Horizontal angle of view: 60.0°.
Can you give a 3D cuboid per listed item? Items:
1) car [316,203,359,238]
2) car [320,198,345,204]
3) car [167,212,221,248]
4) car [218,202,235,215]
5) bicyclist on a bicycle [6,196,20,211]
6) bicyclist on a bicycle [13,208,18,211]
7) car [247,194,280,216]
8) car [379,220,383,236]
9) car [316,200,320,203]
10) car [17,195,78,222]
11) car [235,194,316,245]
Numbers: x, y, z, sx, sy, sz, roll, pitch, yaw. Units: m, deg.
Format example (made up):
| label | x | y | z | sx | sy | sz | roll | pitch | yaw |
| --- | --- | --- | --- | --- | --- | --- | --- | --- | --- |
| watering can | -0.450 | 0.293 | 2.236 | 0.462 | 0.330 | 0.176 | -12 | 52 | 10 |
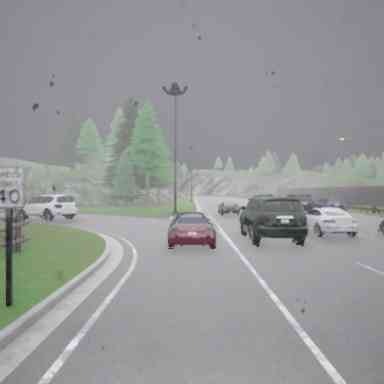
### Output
| label | x | y | z | sx | sy | sz | roll | pitch | yaw |
| --- | --- | --- | --- | --- | --- | --- | --- | --- | --- |
| car | 7.101 | 1.527 | 17.736 | 1.812 | 1.442 | 4.674 | 0 | 0 | 0 |
| car | 14.102 | 1.354 | 34.420 | 2.097 | 1.767 | 4.553 | 0 | 0 | 0 |
| car | -0.063 | 1.565 | 14.771 | 1.994 | 1.385 | 4.181 | 0 | 0 | -2 |
| car | 3.603 | 1.603 | 33.129 | 1.895 | 1.301 | 4.718 | 0 | 0 | 0 |
| bicyclist on a bicycle | -20.272 | 1.304 | 37.674 | 0.582 | 1.620 | 1.656 | 0 | 0 | 7 |
| bicyclist on a bicycle | -19.785 | 1.304 | 37.609 | 0.582 | 1.620 | 1.656 | 0 | 0 | 8 |
| car | 7.103 | 1.224 | 33.771 | 2.150 | 2.045 | 5.566 | 0 | 0 | 0 |
| car | 10.601 | 1.565 | 15.399 | 1.994 | 1.385 | 4.181 | 0 | 0 | 0 |
| car | 10.603 | 1.224 | 33.748 | 2.150 | 2.045 | 5.566 | 0 | 0 | 0 |
| car | -11.670 | 1.223 | 26.813 | 5.566 | 2.045 | 2.150 | 0 | 0 | 32 |
| car | 3.601 | 1.222 | 15.545 | 2.150 | 2.045 | 5.566 | 0 | 0 | 0 |
